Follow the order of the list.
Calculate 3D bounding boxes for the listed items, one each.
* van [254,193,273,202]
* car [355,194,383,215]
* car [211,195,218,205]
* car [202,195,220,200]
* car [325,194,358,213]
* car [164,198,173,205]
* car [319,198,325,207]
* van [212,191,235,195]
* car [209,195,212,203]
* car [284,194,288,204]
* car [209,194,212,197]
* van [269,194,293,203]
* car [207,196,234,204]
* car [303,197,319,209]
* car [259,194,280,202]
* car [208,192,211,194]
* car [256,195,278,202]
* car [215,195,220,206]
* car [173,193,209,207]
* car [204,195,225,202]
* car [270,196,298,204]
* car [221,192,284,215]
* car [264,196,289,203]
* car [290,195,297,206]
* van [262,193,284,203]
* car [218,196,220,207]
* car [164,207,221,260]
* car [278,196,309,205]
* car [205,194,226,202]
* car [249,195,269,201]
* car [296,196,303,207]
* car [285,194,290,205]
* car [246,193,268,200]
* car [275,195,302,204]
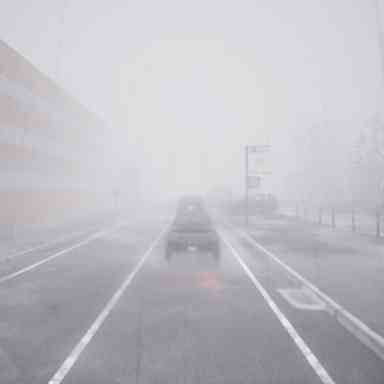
[{"bbox_3d":[17.774,1.344,82.745,4.442,1.987,1.878,0,0,-1],"label":"van"},{"bbox_3d":[18.752,1.356,31.919,4.553,1.767,2.185,0,1,-1],"label":"car"},{"bbox_3d":[5.857,1.559,51.386,4.792,1.488,2.163,0,0,-1],"label":"car"},{"bbox_3d":[5.171,1.545,90.962,4.674,1.452,2.002,0,1,-1],"label":"car"},{"bbox_3d":[18.682,1.254,37.699,5.566,2.045,2.435,0,0,-1],"label":"car"},{"bbox_3d":[-3.679,1.655,57.254,1.994,1.385,4.181,0,0,0],"label":"car"},{"bbox_3d":[18.667,1.512,40.398,4.892,1.521,2.231,0,0,-1],"label":"car"},{"bbox_3d":[5.952,1.307,54.214,4.442,1.987,1.878,0,0,-1],"label":"van"},{"bbox_3d":[5.782,1.577,57.037,4.674,1.452,2.002,0,0,-1],"label":"car"},{"bbox_3d":[18.351,1.536,57.462,5.008,1.535,2.097,0,0,-1],"label":"car"},{"bbox_3d":[5.918,1.538,59.865,5.366,1.575,1.946,0,0,-1],"label":"car"},{"bbox_3d":[18.260,1.325,68.630,4.442,1.987,1.878,0,0,-1],"label":"van"},{"bbox_3d":[5.764,1.549,68.341,5.366,1.575,1.946,0,0,-1],"label":"car"},{"bbox_3d":[18.550,1.523,46.044,4.892,1.521,2.231,0,0,-1],"label":"car"},{"bbox_3d":[17.959,1.437,77.223,4.553,1.767,2.185,0,0,-1],"label":"car"},{"bbox_3d":[5.662,1.422,65.513,4.553,1.767,2.185,0,0,-1],"label":"car"},{"bbox_3d":[17.974,1.596,79.921,4.792,1.488,2.163,0,0,-1],"label":"car"},{"bbox_3d":[5.986,1.562,45.736,4.674,1.452,2.002,0,0,-1],"label":"car"},{"bbox_3d":[-0.053,1.302,26.413,2.150,2.045,5.566,0,0,0],"label":"car"},{"bbox_3d":[5.369,1.566,79.639,5.008,1.535,2.097,0,0,-1],"label":"car"},{"bbox_3d":[18.198,1.547,65.931,5.008,1.535,2.097,0,0,-1],"label":"car"},{"bbox_3d":[6.166,1.246,34.434,5.566,2.045,2.435,0,0,-1],"label":"car"},{"bbox_3d":[18.100,1.556,71.453,4.892,1.521,2.231,0,0,-1],"label":"car"},{"bbox_3d":[18.447,1.529,51.691,5.008,1.535,2.097,0,0,-1],"label":"car"},{"bbox_3d":[18.161,1.333,74.279,4.442,1.987,1.878,0,0,-1],"label":"van"},{"bbox_3d":[6.086,1.512,40.086,5.008,1.535,2.097,0,0,-1],"label":"car"},{"bbox_3d":[0.024,1.532,12.597,2.128,1.511,4.902,0,0,0],"label":"car"},{"bbox_3d":[18.290,1.540,60.285,5.008,1.535,2.097,0,0,-1],"label":"car"},{"bbox_3d":[5.457,1.437,76.814,4.553,1.767,2.185,0,0,-1],"label":"car"},{"bbox_3d":[17.785,1.544,88.527,5.008,1.535,2.097,0,1,-1],"label":"car"},{"bbox_3d":[18.498,1.525,48.868,5.008,1.535,2.097,0,0,-1],"label":"car"},{"bbox_3d":[18.429,1.562,54.515,4.792,1.488,2.163,0,0,-1],"label":"car"},{"bbox_3d":[17.711,1.250,91.356,5.566,2.045,2.435,0,1,-1],"label":"car"},{"bbox_3d":[18.275,1.418,63.109,4.553,1.767,2.185,0,0,-1],"label":"car"}]
